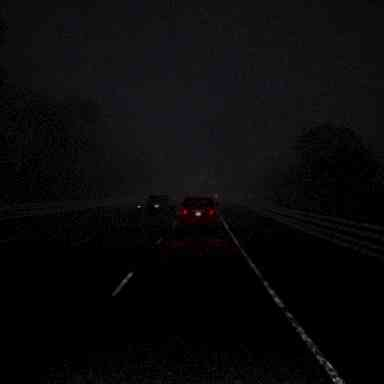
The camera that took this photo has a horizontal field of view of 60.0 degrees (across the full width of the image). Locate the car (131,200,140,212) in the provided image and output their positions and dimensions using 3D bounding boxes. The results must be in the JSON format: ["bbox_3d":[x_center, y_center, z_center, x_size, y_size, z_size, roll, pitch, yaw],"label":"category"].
[{"bbox_3d":[-5.661,1.554,38.262,1.994,1.385,4.181,0,0,4],"label":"car"}]

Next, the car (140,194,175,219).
[{"bbox_3d":[-2.685,1.219,29.112,2.150,2.045,5.566,0,0,3],"label":"car"}]

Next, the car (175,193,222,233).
[{"bbox_3d":[0.429,1.228,19.894,2.150,2.045,5.566,0,0,2],"label":"car"}]

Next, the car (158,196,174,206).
[{"bbox_3d":[-4.347,1.519,56.073,1.837,1.490,4.892,0,0,5],"label":"car"}]
